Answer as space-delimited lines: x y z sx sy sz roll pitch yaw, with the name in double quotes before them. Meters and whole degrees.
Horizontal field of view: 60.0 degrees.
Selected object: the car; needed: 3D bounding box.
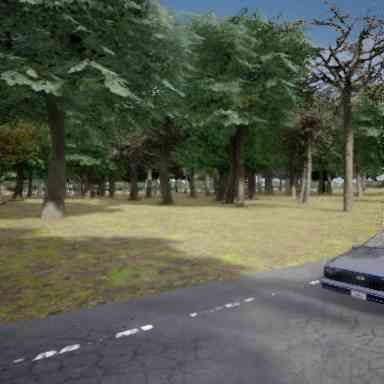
"car" 5.273 1.527 7.758 5.357 1.411 2.033 0 0 -36
